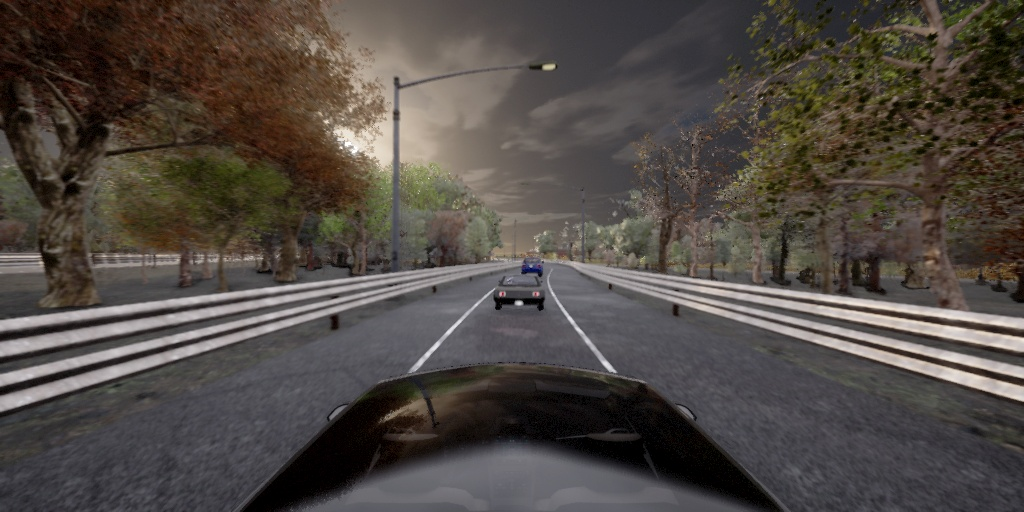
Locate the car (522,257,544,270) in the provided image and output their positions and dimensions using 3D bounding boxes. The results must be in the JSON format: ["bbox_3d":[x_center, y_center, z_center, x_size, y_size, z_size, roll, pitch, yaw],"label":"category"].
[{"bbox_3d":[2.307,1.163,39.543,2.150,2.045,5.566,0,0,7],"label":"car"}]

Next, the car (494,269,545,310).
[{"bbox_3d":[0.357,1.410,15.120,1.895,1.301,4.718,0,0,3],"label":"car"}]
